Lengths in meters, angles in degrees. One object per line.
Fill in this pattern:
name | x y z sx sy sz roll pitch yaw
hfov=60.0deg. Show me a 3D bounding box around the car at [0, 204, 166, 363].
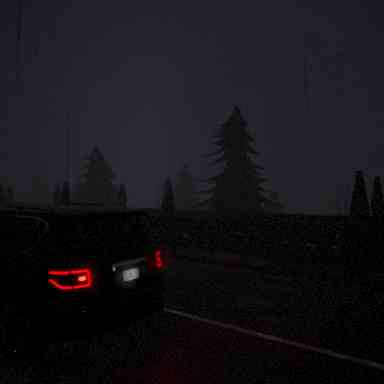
car | -3.022 1.240 6.148 5.566 2.045 2.150 0 0 35
